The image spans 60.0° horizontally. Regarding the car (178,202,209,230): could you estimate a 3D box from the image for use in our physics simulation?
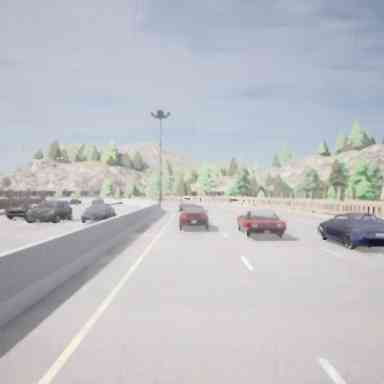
[{"bbox_3d":[0.123,1.581,21.625,1.812,1.442,4.674,0,0,0],"label":"car"}]

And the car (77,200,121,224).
[{"bbox_3d":[-7.138,1.595,25.867,1.812,1.442,4.674,0,0,-1],"label":"car"}]

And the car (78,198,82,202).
[{"bbox_3d":[-24.251,1.926,69.558,1.895,1.301,4.718,0,0,-27],"label":"car"}]

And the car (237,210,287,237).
[{"bbox_3d":[3.608,1.644,18.174,1.895,1.301,4.718,0,0,0],"label":"car"}]

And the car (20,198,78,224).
[{"bbox_3d":[-10.640,1.419,25.157,2.097,1.767,4.553,0,0,-1],"label":"car"}]

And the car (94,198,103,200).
[{"bbox_3d":[-18.238,1.860,65.310,1.994,1.385,4.181,0,0,-24],"label":"car"}]

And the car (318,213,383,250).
[{"bbox_3d":[7.105,1.597,14.545,1.994,1.385,4.181,0,0,0],"label":"car"}]

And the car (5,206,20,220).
[{"bbox_3d":[-14.144,1.680,28.919,1.895,1.301,4.718,0,0,-1],"label":"car"}]

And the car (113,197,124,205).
[{"bbox_3d":[-14.613,1.816,65.728,1.812,1.442,4.674,0,0,-21],"label":"car"}]
